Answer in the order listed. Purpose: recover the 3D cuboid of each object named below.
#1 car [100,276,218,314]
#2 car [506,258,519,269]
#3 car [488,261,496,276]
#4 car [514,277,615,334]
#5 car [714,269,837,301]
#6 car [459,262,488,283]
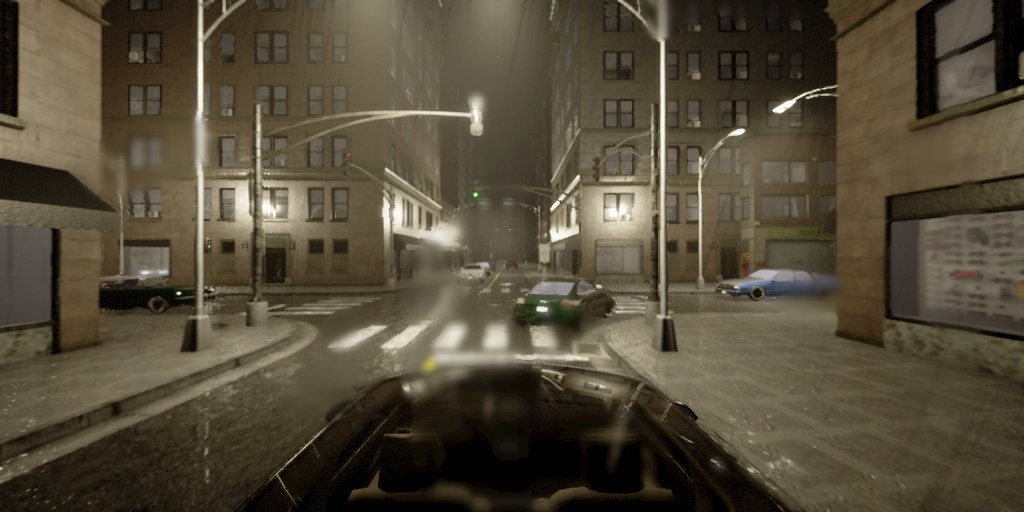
[{"bbox_3d":[-14.039,1.421,13.527,4.718,1.301,1.895,0,0,0],"label":"car"},{"bbox_3d":[0.031,1.393,59.404,1.837,1.490,4.892,0,0,0],"label":"car"},{"bbox_3d":[-3.140,1.396,38.697,2.033,1.411,5.357,0,0,0],"label":"car"},{"bbox_3d":[1.733,1.337,11.002,1.994,1.385,4.181,-1,0,28],"label":"car"},{"bbox_3d":[12.598,1.301,16.848,5.357,1.411,2.033,0,0,0],"label":"car"},{"bbox_3d":[-3.139,1.349,29.006,1.812,1.442,4.674,0,0,-1],"label":"car"}]
